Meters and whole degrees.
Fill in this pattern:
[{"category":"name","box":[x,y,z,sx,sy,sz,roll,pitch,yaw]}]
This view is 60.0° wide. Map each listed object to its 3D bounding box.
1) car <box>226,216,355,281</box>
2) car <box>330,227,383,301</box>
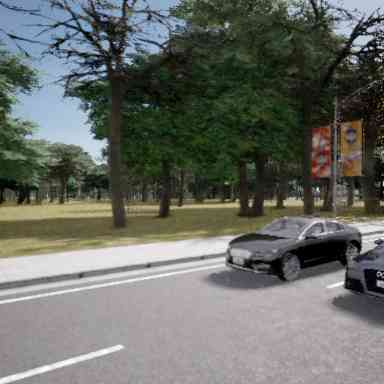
[{"category":"car","box":[3.181,1.498,9.947,4.902,1.511,2.128,0,0,-36]},{"category":"car","box":[5.262,1.570,7.438,4.181,1.385,1.994,0,0,-35]}]
